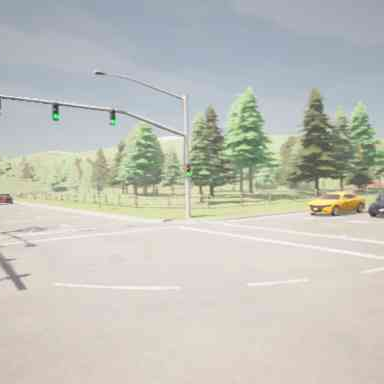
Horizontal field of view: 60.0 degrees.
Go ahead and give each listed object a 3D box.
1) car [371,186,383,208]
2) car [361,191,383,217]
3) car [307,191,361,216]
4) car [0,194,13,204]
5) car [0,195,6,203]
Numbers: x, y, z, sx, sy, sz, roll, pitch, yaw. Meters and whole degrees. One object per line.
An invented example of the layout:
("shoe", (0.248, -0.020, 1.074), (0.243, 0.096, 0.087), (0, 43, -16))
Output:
("car", (17.576, 0.326, 28.507), (4.553, 1.767, 2.097), (-2, 1, -36))
("car", (12.808, 0.814, 20.751), (4.181, 1.385, 1.994), (-2, 1, -35))
("car", (10.053, 0.754, 23.089), (5.008, 1.535, 1.882), (-2, 1, -36))
("car", (-30.817, 1.081, 54.543), (2.097, 1.767, 4.553), (-2, 1, -36))
("car", (-36.536, 1.260, 62.646), (2.033, 1.411, 5.357), (-2, 1, -35))
